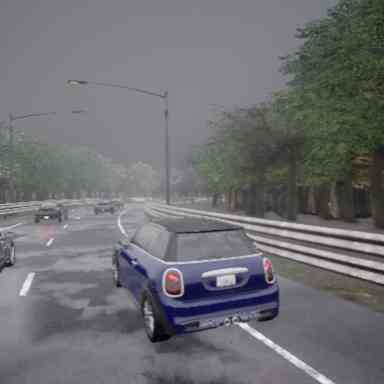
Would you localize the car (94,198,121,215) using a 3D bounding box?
[{"bbox_3d":[-8.967,1.526,34.688,2.128,1.511,4.902,-1,0,-8],"label":"car"}]

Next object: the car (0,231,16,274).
[{"bbox_3d":[-5.783,1.540,8.423,1.837,1.490,4.892,-1,1,-21],"label":"car"}]

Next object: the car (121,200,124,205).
[{"bbox_3d":[-10.403,1.597,45.125,1.837,1.490,4.892,-1,0,-2],"label":"car"}]

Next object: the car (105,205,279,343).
[{"bbox_3d":[-0.309,1.296,6.767,2.097,1.767,4.553,-1,0,-22],"label":"car"}]

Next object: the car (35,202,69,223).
[{"bbox_3d":[-10.948,1.570,26.171,1.837,1.490,4.892,-1,0,-13],"label":"car"}]
